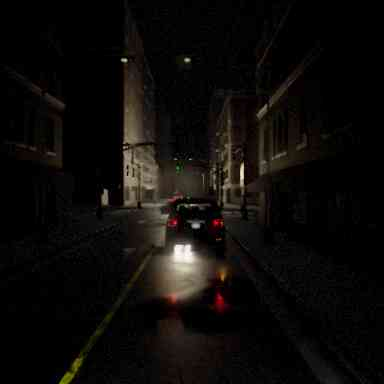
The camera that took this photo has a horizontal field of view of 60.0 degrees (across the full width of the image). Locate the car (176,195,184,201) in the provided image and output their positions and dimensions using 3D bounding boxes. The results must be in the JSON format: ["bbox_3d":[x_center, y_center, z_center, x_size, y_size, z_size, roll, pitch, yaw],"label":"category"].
[{"bbox_3d":[-2.947,1.488,82.209,1.837,1.490,4.892,0,0,0],"label":"car"}]

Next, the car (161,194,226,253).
[{"bbox_3d":[0.101,1.226,13.799,2.150,2.045,5.566,0,0,-1],"label":"car"}]

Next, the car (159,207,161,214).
[{"bbox_3d":[-1.562,1.559,31.160,2.033,1.411,5.357,1,0,-21],"label":"car"}]
